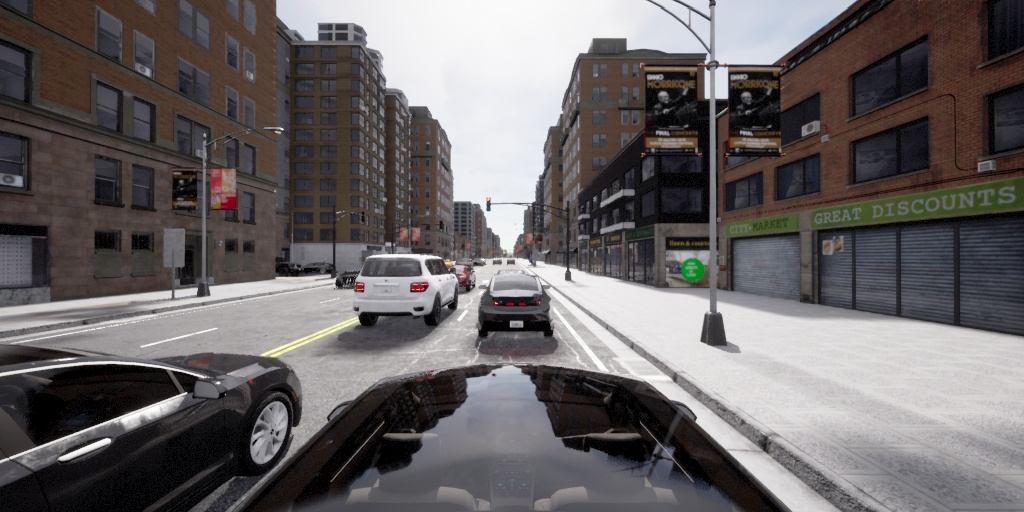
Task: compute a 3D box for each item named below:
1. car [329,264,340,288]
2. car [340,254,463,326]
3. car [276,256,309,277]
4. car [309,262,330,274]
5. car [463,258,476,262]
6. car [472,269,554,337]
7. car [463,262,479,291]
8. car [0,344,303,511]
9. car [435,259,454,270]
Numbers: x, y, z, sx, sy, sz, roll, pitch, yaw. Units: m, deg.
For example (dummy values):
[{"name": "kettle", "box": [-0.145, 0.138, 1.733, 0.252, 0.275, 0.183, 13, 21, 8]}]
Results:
[{"name": "car", "box": [-9.912, 1.317, 23.708, 1.994, 1.385, 4.181, 0, 0, 0]}, {"name": "car", "box": [-3.181, 0.972, 11.830, 2.150, 2.045, 5.566, 0, 0, 1]}, {"name": "car", "box": [-23.581, 0.973, 35.170, 5.566, 2.045, 2.150, 0, 0, 0]}, {"name": "car", "box": [-22.257, 1.346, 40.648, 4.313, 1.339, 1.948, 0, 0, 0]}, {"name": "car", "box": [-6.733, 1.120, 51.154, 2.097, 1.767, 4.553, 0, 0, 0]}, {"name": "car", "box": [0.079, 1.256, 10.324, 1.837, 1.490, 4.892, 0, 0, 0]}, {"name": "car", "box": [-3.264, 1.278, 21.530, 1.812, 1.442, 4.674, 0, 0, 0]}, {"name": "car", "box": [-3.154, 1.255, 1.877, 1.837, 1.490, 4.892, 0, 0, 0]}, {"name": "car", "box": [-9.989, 1.247, 53.454, 1.882, 1.535, 5.008, 0, 0, 0]}]
